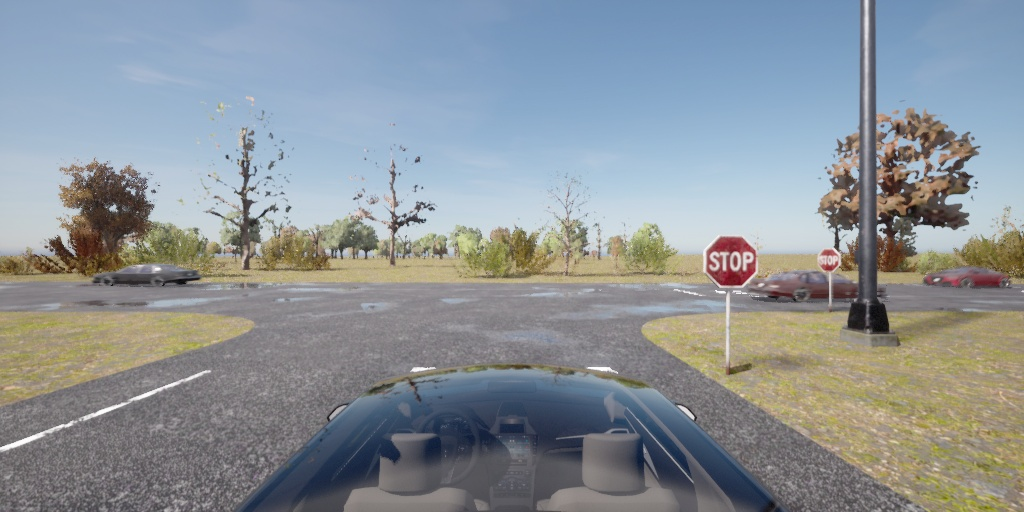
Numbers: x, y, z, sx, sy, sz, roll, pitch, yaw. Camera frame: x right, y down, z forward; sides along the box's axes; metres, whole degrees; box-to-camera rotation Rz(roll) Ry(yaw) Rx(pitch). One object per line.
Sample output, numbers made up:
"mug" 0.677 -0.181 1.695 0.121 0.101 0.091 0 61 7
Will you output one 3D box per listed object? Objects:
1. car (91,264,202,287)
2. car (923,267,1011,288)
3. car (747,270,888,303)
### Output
"car" -22.828 1.200 22.569 5.357 1.411 2.033 0 0 -2
"car" 30.486 1.424 24.118 4.181 1.385 1.994 0 0 -2
"car" 13.984 1.364 16.605 5.357 1.411 2.033 0 0 -2
